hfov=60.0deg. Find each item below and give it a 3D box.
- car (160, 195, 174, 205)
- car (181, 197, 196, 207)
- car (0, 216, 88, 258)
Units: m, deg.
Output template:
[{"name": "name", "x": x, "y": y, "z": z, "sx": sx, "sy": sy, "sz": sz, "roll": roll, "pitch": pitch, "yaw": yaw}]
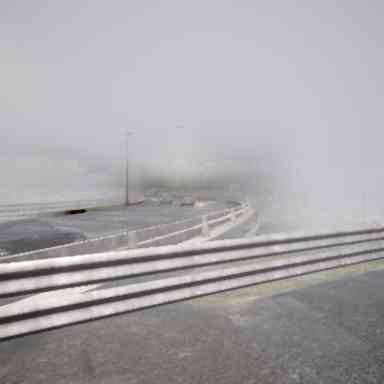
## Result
[{"name": "car", "x": -3.929, "y": 1.281, "z": 52.550, "sx": 2.128, "sy": 1.511, "sz": 4.902, "roll": 0, "pitch": 0, "yaw": 1}, {"name": "car", "x": -0.538, "y": 1.376, "z": 48.650, "sx": 1.994, "sy": 1.385, "sz": 4.181, "roll": 0, "pitch": 0, "yaw": 3}, {"name": "car", "x": -5.265, "y": 1.472, "z": 10.226, "sx": 1.812, "sy": 1.442, "sz": 4.674, "roll": 0, "pitch": 0, "yaw": 23}]
